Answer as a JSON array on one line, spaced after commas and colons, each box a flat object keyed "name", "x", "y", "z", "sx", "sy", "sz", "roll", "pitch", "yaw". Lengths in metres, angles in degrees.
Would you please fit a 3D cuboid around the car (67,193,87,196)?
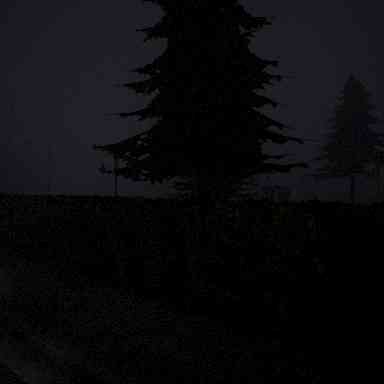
[{"name": "car", "x": -27.195, "y": 1.154, "z": 81.607, "sx": 5.027, "sy": 1.636, "sz": 2.152, "roll": 0, "pitch": 0, "yaw": -45}]

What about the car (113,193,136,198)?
[{"name": "car", "x": -10.326, "y": 1.384, "z": 54.287, "sx": 3.806, "sy": 1.475, "sz": 1.970, "roll": 0, "pitch": 0, "yaw": -45}]

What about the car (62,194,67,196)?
[{"name": "car", "x": -31.928, "y": 1.232, "z": 85.953, "sx": 3.806, "sy": 1.475, "sz": 1.970, "roll": 0, "pitch": 0, "yaw": -45}]

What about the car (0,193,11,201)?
[{"name": "car", "x": -41.785, "y": 1.097, "z": 71.648, "sx": 4.605, "sy": 1.855, "sz": 1.932, "roll": 0, "pitch": 0, "yaw": -45}]

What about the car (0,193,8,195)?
[{"name": "car", "x": -23.730, "y": 1.330, "z": 41.297, "sx": 5.027, "sy": 1.636, "sz": 2.152, "roll": 0, "pitch": 0, "yaw": -45}]

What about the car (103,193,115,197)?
[{"name": "car", "x": -15.887, "y": 1.097, "z": 70.708, "sx": 4.605, "sy": 1.855, "sz": 1.932, "roll": 0, "pitch": 0, "yaw": -45}]
